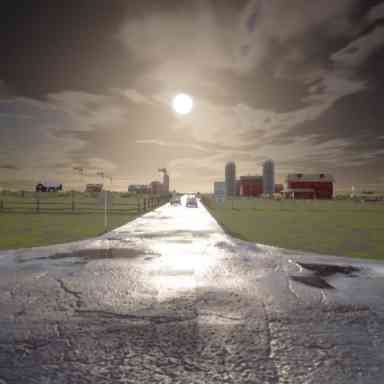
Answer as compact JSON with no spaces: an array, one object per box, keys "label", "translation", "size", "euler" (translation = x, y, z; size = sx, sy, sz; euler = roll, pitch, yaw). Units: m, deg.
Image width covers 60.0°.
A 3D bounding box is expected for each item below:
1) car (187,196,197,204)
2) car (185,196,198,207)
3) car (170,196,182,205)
[{"label":"car","translation":[-0.065,1.509,63.474],"size":[1.882,1.535,5.008],"euler":[0,0,0]},{"label":"car","translation":[-0.053,1.572,53.053],"size":[2.033,1.411,5.357],"euler":[0,0,0]},{"label":"car","translation":[-2.811,1.534,58.469],"size":[1.837,1.490,4.892],"euler":[0,0,0]}]
